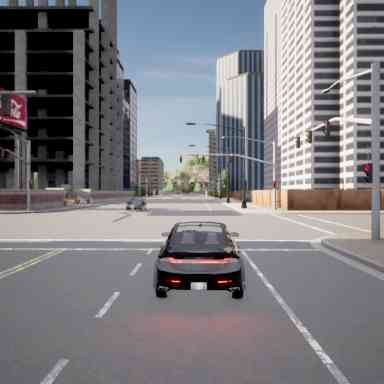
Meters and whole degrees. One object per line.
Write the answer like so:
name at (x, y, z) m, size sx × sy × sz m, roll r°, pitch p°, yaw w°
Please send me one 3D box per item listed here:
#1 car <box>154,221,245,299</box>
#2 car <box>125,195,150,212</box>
car at (0.205, 1.492, 8.460) m, size 2.128 × 1.511 × 4.902 m, roll 0°, pitch 0°, yaw 2°
car at (-6.549, 1.491, 39.272) m, size 2.128 × 1.511 × 4.902 m, roll 0°, pitch 0°, yaw 1°
